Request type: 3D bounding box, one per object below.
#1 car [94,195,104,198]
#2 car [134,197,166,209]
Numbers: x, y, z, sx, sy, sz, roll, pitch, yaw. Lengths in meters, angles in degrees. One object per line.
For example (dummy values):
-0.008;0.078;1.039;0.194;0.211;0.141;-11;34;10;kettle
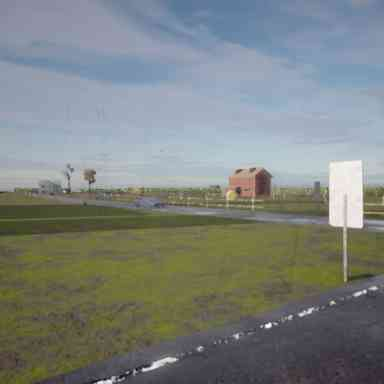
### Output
-14.546;0.833;53.953;2.128;1.511;4.902;-1;1;-36;car
-5.367;1.333;41.554;2.033;1.411;5.357;-1;1;-37;car
